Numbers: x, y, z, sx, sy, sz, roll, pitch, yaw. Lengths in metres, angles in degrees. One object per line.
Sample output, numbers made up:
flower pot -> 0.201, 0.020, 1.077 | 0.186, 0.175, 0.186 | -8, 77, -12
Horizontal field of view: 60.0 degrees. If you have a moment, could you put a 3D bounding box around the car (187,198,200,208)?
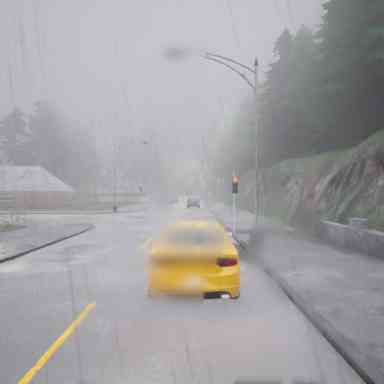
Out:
car -> 0.175, 1.547, 49.123 | 2.033, 1.411, 5.357 | 0, 0, 0

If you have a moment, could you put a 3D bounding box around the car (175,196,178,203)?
car -> -4.020, 1.564, 58.776 | 1.994, 1.385, 4.181 | 0, 0, 0

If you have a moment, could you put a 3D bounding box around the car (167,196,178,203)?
car -> -3.938, 1.564, 68.785 | 1.994, 1.385, 4.181 | 0, 0, 1

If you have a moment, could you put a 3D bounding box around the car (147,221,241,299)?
car -> 0.061, 1.478, 8.490 | 1.882, 1.535, 5.008 | 0, 0, 1

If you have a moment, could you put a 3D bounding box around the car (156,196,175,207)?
car -> -4.047, 1.352, 49.457 | 2.097, 1.767, 4.553 | 0, 0, 0
